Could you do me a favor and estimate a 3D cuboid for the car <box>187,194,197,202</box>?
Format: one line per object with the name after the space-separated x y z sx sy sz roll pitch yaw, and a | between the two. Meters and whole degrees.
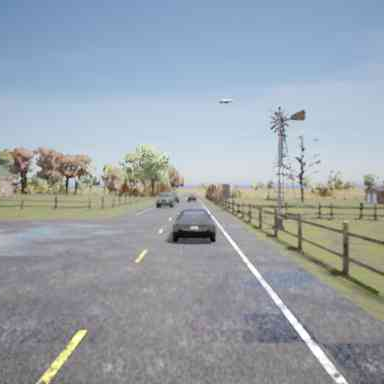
0.025 1.284 67.589 1.837 1.490 4.892 0 0 0 | car

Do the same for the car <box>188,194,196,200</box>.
0.029 1.130 78.010 1.994 1.385 4.181 0 0 0 | car

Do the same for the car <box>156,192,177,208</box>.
-3.575 1.076 44.802 2.150 2.045 5.566 0 0 0 | car

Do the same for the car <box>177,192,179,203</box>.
-3.507 1.023 61.647 2.150 2.045 5.566 0 0 1 | car

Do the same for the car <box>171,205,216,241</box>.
0.101 1.512 16.384 1.994 1.385 4.181 0 0 0 | car
